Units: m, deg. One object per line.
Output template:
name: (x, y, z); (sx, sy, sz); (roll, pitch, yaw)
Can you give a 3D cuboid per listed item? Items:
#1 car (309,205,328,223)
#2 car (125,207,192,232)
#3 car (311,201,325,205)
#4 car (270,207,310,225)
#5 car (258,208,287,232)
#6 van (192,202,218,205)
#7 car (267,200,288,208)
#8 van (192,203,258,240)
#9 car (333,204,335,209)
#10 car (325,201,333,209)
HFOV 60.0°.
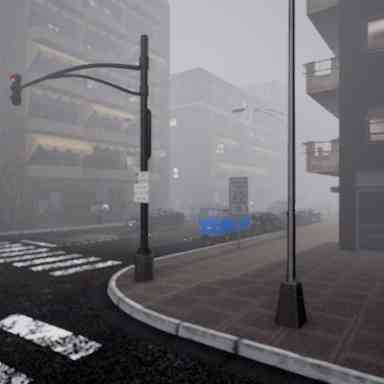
car: (11.448, 2.231, 32.604); (2.008, 1.369, 4.403); (-1, -2, 35)
car: (-2.438, 1.855, 22.953); (2.128, 1.511, 4.902); (0, -1, 35)
car: (23.839, 2.886, 64.499); (1.802, 1.307, 4.206); (-1, -2, 35)
car: (8.243, 2.156, 28.085); (1.802, 1.307, 4.206); (-1, -2, 35)
car: (5.039, 2.033, 23.568); (1.947, 1.339, 4.313); (-1, -2, 35)
van: (1.404, 1.899, 32.878); (1.690, 1.788, 3.998); (-1, -2, 35)
car: (11.411, 2.047, 42.423); (2.150, 2.045, 5.566); (0, -1, 36)
van: (1.971, 1.702, 18.957); (1.690, 1.788, 3.998); (-1, -2, 35)
car: (30.249, 3.060, 73.536); (1.887, 1.381, 4.507); (-1, -2, 35)
car: (27.043, 2.725, 69.023); (2.192, 1.841, 5.009); (-1, -2, 35)
